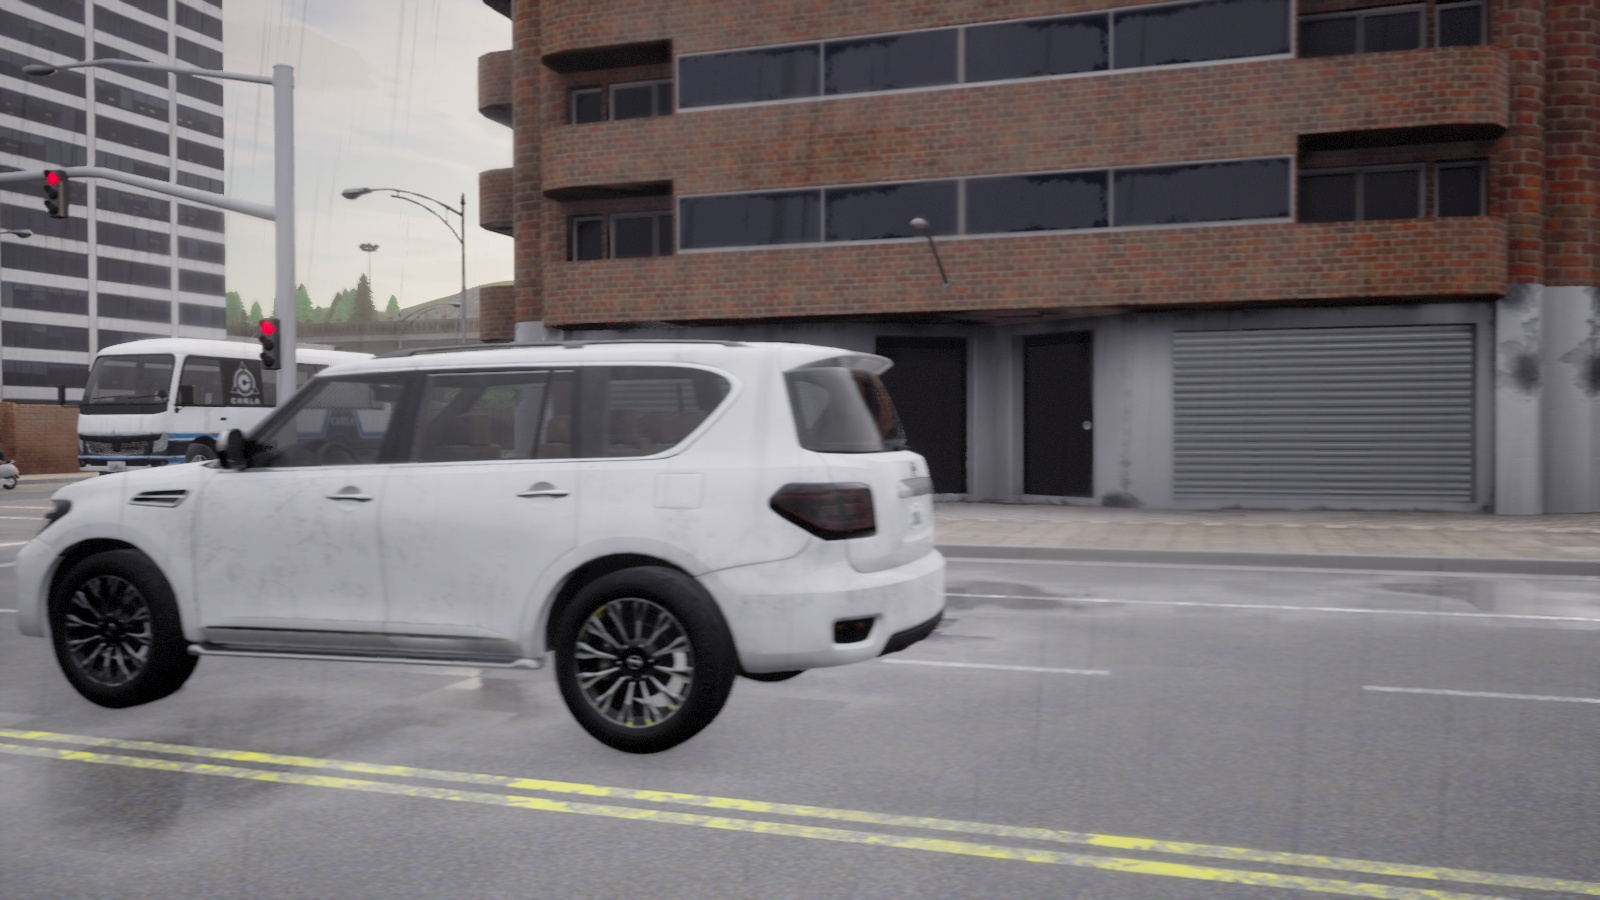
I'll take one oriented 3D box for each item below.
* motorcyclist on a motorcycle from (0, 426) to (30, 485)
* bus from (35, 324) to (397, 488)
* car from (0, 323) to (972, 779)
[{"bbox_3d":[-22.038,0.151,34.071,0.866,1.590,1.817,1,1,18],"label":"motorcyclist on a motorcycle"},{"bbox_3d":[-17.048,-1.222,37.976,3.944,4.253,10.273,1,1,18],"label":"bus"},{"bbox_3d":[-1.936,0.418,7.533,5.566,2.045,2.150,1,1,19],"label":"car"}]
